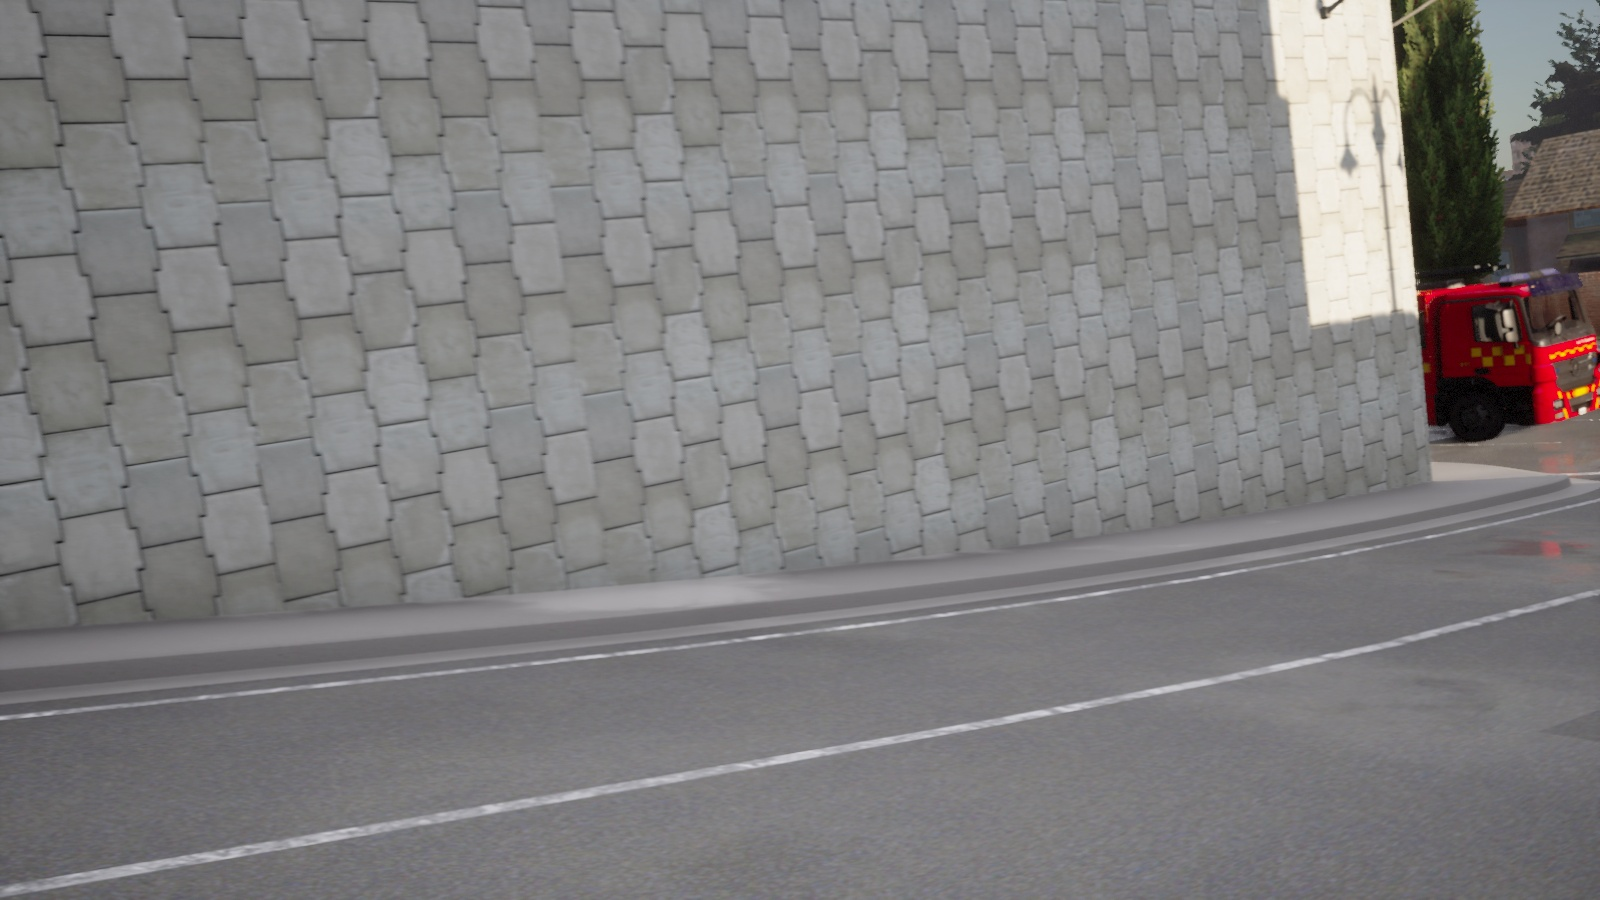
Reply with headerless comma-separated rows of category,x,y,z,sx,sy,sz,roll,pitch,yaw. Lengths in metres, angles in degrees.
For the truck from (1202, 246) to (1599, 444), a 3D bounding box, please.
truck,14.315,-2.321,30.085,2.891,3.827,8.468,-12,7,-35
